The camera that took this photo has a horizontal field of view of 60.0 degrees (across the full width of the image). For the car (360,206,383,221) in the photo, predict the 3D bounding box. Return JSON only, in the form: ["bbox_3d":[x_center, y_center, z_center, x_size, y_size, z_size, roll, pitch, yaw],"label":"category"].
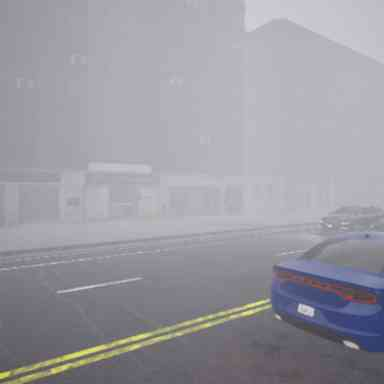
[{"bbox_3d":[9.638,1.448,14.542,4.892,1.490,1.837,0,0,-35],"label":"car"}]

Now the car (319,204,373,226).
[{"bbox_3d":[8.825,1.444,17.954,4.892,1.490,1.837,0,0,-35],"label":"car"}]

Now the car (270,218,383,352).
[{"bbox_3d":[3.576,1.455,5.989,5.008,1.535,1.882,0,0,-35],"label":"car"}]
